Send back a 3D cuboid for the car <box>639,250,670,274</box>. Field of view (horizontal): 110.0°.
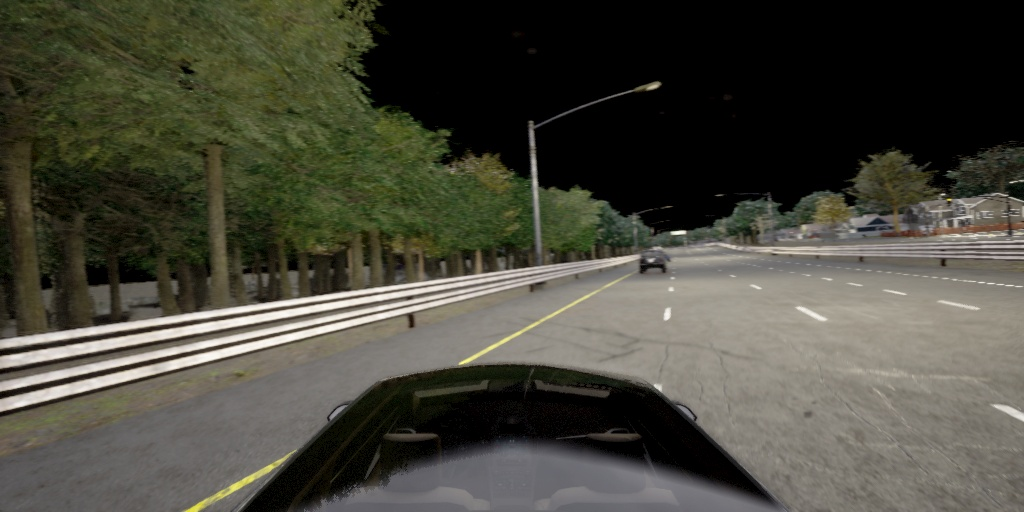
[{"bbox_3d":[12.959,0.468,32.982,2.150,2.045,5.566,-4,-1,25],"label":"car"}]
